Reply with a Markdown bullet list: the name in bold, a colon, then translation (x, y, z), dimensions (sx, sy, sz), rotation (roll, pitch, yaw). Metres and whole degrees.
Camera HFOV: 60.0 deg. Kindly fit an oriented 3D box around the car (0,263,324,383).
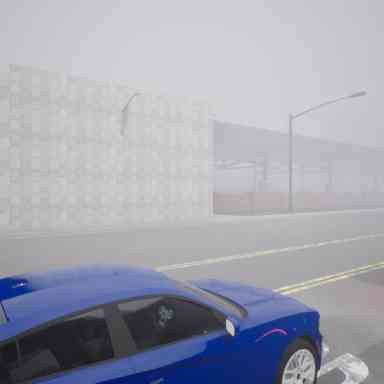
- **car**: translation (-0.743, 1.478, 3.220), dimensions (5.008, 1.535, 1.882), rotation (0, 0, -36)
